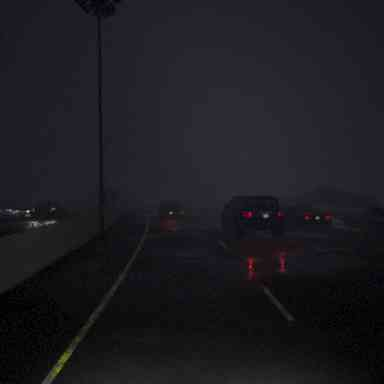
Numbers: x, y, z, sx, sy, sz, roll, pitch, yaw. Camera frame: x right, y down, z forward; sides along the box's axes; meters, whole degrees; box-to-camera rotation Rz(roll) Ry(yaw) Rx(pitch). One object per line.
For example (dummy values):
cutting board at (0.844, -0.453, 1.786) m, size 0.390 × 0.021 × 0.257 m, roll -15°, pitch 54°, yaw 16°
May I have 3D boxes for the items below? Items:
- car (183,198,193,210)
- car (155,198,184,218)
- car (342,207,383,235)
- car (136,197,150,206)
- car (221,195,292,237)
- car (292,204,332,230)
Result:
car at (-1.196, 1.557, 43.599) m, size 1.812 × 1.442 × 4.674 m, roll 0°, pitch 0°, yaw -14°
car at (-2.242, 1.546, 30.923) m, size 1.837 × 1.490 × 4.892 m, roll 0°, pitch 0°, yaw -10°
car at (10.143, 1.467, 17.978) m, size 1.895 × 1.301 × 4.718 m, roll -1°, pitch 0°, yaw -6°
car at (-8.399, 1.661, 56.681) m, size 1.812 × 1.442 × 4.674 m, roll 0°, pitch 0°, yaw -18°
car at (3.074, 1.185, 17.892) m, size 2.150 × 2.045 × 5.566 m, roll 0°, pitch 0°, yaw -6°
car at (6.502, 1.465, 20.652) m, size 2.033 × 1.411 × 5.357 m, roll -1°, pitch 0°, yaw -8°
